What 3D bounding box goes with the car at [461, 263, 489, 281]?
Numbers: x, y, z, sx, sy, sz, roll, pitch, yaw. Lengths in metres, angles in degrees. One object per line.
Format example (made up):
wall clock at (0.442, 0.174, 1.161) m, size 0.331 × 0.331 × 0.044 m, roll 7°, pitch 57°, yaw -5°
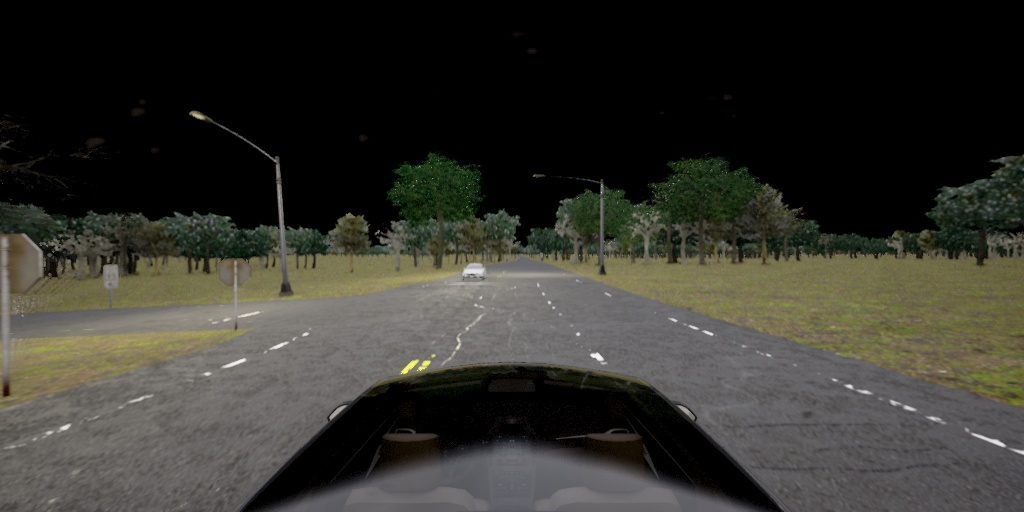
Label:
car at (-3.194, 1.367, 31.316) m, size 1.812 × 1.442 × 4.674 m, roll 0°, pitch 0°, yaw 2°
